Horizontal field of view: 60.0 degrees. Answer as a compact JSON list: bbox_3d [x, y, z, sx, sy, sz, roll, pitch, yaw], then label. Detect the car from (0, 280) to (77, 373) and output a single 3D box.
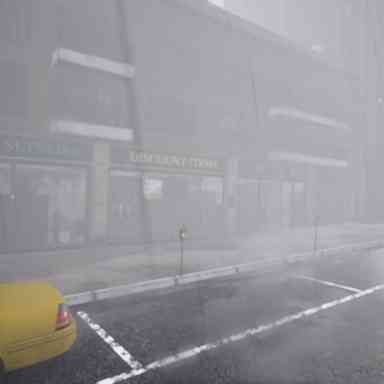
[{"bbox_3d":[-3.764,1.529,3.385,4.829,1.417,1.752,0,2,-35],"label":"car"}]
